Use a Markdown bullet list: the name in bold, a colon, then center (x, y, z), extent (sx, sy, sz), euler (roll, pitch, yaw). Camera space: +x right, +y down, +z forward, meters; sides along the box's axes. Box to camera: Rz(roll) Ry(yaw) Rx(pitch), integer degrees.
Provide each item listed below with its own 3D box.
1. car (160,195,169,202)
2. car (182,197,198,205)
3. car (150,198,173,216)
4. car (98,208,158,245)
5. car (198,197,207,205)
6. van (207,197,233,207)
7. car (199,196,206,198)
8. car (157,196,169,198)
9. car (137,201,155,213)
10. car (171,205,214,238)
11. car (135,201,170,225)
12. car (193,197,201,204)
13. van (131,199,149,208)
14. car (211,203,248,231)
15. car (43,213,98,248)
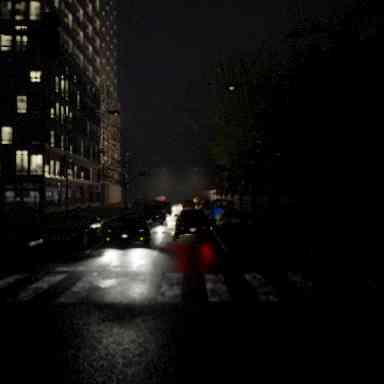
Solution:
- **car**: center (-7.635, 1.920, 93.144), extent (2.192, 1.841, 5.009), euler (0, 0, -3)
- **car**: center (-0.453, 1.779, 47.597), extent (1.882, 1.535, 5.008), euler (0, 0, -1)
- **car**: center (-3.139, 1.736, 36.625), extent (1.882, 1.535, 5.008), euler (0, 0, -1)
- **car**: center (-2.933, 1.697, 16.134), extent (1.994, 1.385, 4.181), euler (0, 0, -2)
- **car**: center (2.109, 1.783, 43.649), extent (1.752, 1.417, 4.829), euler (-1, 0, -1)
- **van**: center (2.397, 1.497, 26.850), extent (1.690, 1.788, 3.998), euler (-1, 0, -1)
- **car**: center (1.841, 1.638, 54.575), extent (2.192, 1.841, 5.009), euler (0, 0, -2)
- **car**: center (-6.707, 1.796, 70.968), extent (2.192, 1.841, 5.009), euler (0, 0, -2)
- **car**: center (-5.909, 1.864, 43.237), extent (1.887, 1.381, 4.507), euler (-1, 0, -1)
- **car**: center (0.018, 1.649, 18.357), extent (1.812, 1.442, 4.674), euler (0, 0, 0)
- **car**: center (-3.011, 1.700, 26.172), extent (1.837, 1.490, 4.892), euler (0, 0, 0)
- **car**: center (1.102, 1.977, 76.922), extent (1.752, 1.417, 4.829), euler (0, 0, -2)
- **van**: center (-5.800, 1.627, 37.693), extent (1.690, 1.788, 3.998), euler (-1, 0, -1)
- **car**: center (2.460, 1.648, 21.475), extent (1.752, 1.417, 4.829), euler (-1, 0, -1)
- **car**: center (-5.369, 1.699, 15.511), extent (2.008, 1.369, 4.403), euler (-1, 0, 0)
